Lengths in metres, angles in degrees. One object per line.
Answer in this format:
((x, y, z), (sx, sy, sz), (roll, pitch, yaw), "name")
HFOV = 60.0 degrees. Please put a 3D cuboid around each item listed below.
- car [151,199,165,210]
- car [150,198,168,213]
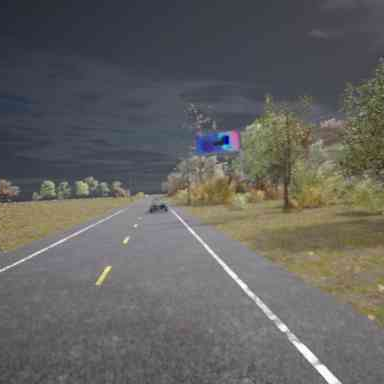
((-4.923, 1.828, 48.469), (1.895, 1.301, 4.718), (-3, 0, -6), "car")
((-4.102, 1.541, 40.895), (2.097, 1.767, 4.553), (-3, 0, -6), "car")
